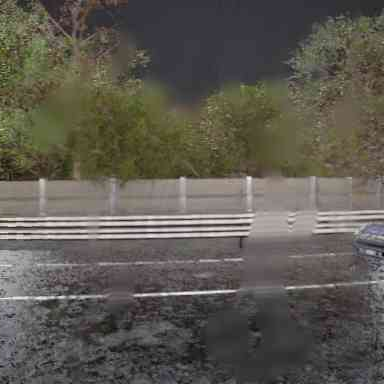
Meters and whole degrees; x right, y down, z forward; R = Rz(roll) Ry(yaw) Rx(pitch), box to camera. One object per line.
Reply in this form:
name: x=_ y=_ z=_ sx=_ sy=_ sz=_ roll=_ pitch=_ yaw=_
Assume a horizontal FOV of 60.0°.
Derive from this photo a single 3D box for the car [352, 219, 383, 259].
car: x=7.746 y=1.294 z=11.211 sx=4.553 sy=1.767 sz=2.097 roll=-1 pitch=0 yaw=-18
